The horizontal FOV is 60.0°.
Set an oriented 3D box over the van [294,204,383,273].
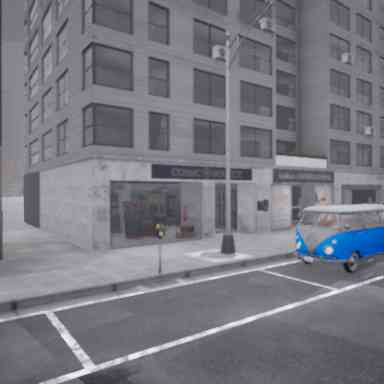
[{"bbox_3d":[4.854,1.276,10.177,3.998,1.788,1.690,0,0,-35],"label":"van"}]
